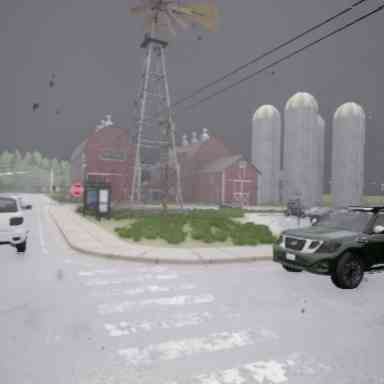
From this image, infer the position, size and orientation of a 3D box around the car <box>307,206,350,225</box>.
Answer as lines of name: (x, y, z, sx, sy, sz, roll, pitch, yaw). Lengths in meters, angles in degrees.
car: (12.855, 2.109, 31.215, 5.008, 1.535, 1.882, 2, 0, -44)

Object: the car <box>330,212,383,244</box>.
car: (10.428, 2.038, 19.620, 1.994, 1.385, 4.181, 2, 0, -16)

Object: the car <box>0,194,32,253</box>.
car: (-7.431, 1.062, 12.645, 2.150, 2.045, 5.566, 2, -1, -25)

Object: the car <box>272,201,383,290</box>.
car: (5.089, 1.459, 9.948, 5.566, 2.045, 2.150, 3, -1, -26)

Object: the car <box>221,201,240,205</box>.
car: (5.653, 2.019, 48.925, 1.816, 1.474, 4.193, 2, 0, -26)

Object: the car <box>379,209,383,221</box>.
car: (23.934, 2.642, 38.161, 4.718, 1.301, 1.895, 2, 0, -26)

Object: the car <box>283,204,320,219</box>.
car: (12.357, 2.180, 37.882, 1.784, 1.438, 3.905, 2, 0, -26)
